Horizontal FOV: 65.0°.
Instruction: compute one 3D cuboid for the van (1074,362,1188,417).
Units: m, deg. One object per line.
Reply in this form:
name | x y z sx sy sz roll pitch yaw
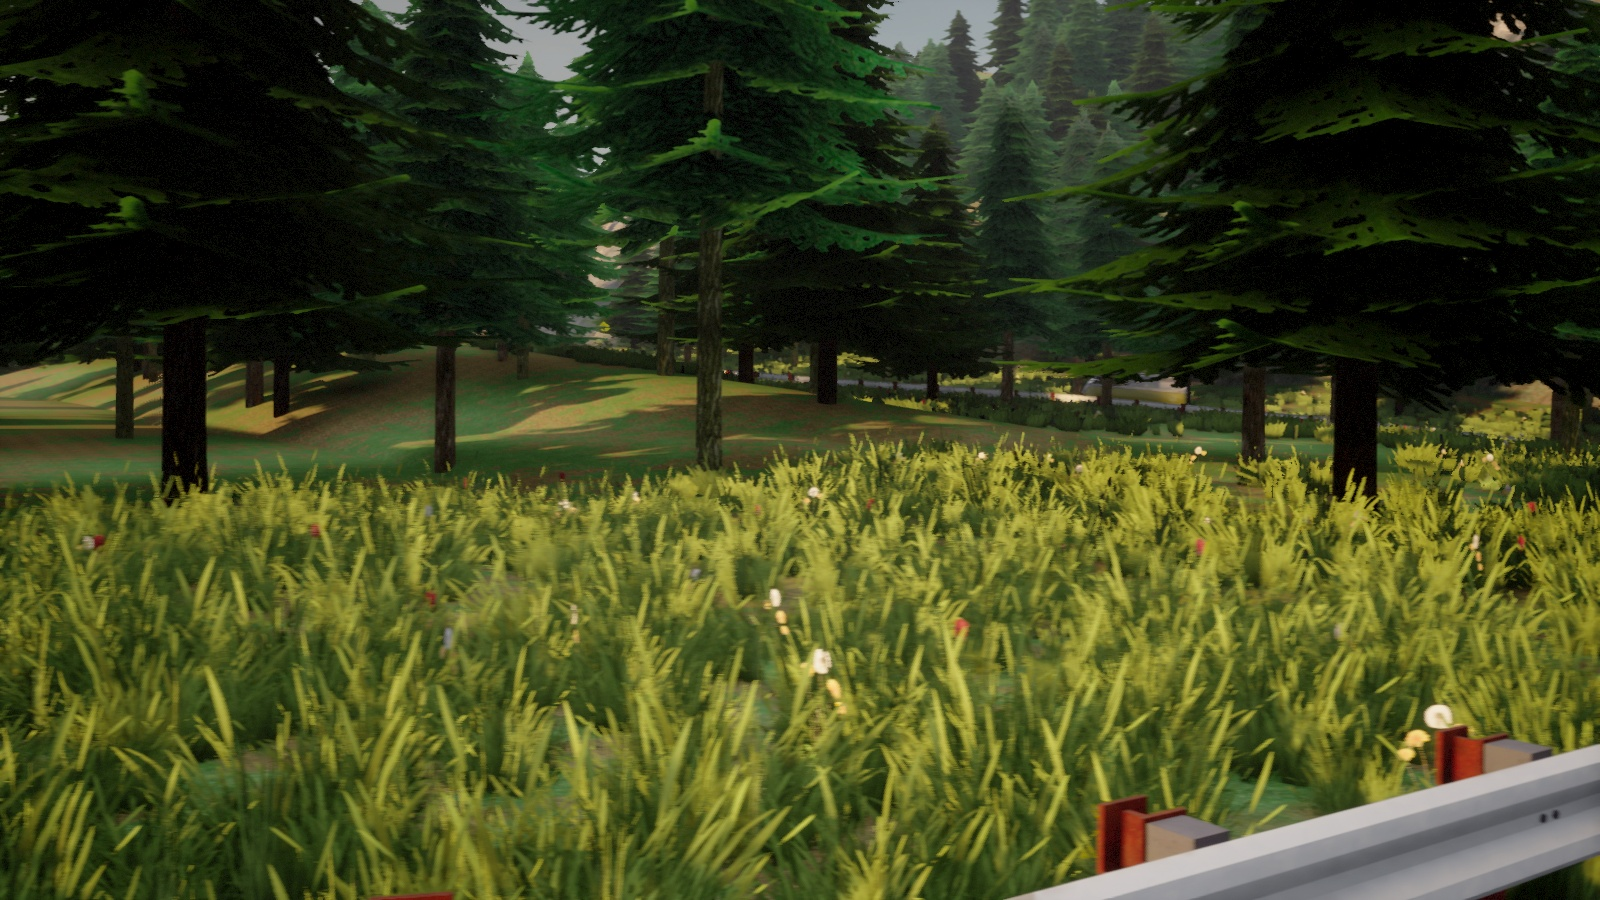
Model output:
van | 13.998 -2.570 53.368 4.442 1.987 1.775 4 1 11
